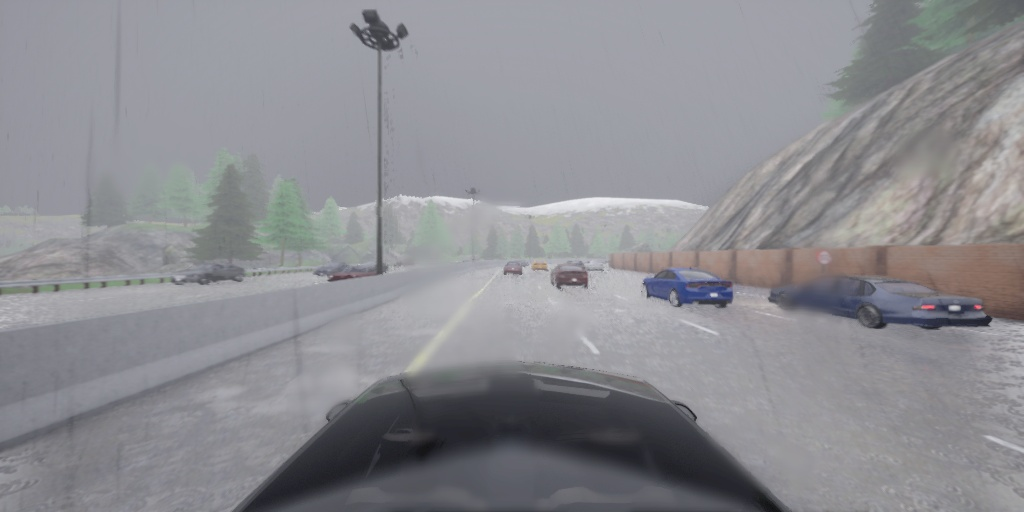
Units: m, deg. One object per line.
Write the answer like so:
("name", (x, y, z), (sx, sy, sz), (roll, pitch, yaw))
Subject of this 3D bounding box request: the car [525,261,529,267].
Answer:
("car", (1.811, 1.316, 63.590), (1.994, 1.385, 4.181), (0, 0, 14))

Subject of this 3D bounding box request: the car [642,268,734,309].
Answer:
("car", (7.104, 1.228, 15.085), (1.882, 1.535, 5.008), (0, 0, 0))

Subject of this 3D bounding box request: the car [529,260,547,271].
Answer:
("car", (3.666, 1.229, 48.333), (1.882, 1.535, 5.008), (0, 0, 1))

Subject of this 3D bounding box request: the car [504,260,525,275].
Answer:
("car", (0.107, 1.315, 39.970), (1.994, 1.385, 4.181), (0, 0, 0))

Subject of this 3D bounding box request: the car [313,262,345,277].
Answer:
("car", (-17.566, 1.299, 35.757), (2.033, 1.411, 5.357), (0, 0, 0))

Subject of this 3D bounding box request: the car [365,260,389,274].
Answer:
("car", (-14.072, 1.229, 36.415), (1.882, 1.535, 5.008), (0, 0, 0))

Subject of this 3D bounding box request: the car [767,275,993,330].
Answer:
("car", (10.609, 1.297, 11.101), (2.033, 1.411, 5.357), (0, 0, 0))

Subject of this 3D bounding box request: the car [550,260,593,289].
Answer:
("car", (3.608, 1.228, 23.192), (1.882, 1.535, 5.008), (0, 0, 0))

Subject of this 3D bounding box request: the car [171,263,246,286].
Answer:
("car", (-21.078, 1.243, 25.145), (2.128, 1.511, 4.902), (0, 0, 0))

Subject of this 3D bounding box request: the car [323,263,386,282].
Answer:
("car", (-10.586, 1.352, 24.559), (1.895, 1.301, 4.718), (0, 0, 0))

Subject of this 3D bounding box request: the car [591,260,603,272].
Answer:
("car", (10.644, 1.277, 46.959), (1.812, 1.442, 4.674), (0, 0, 1))
